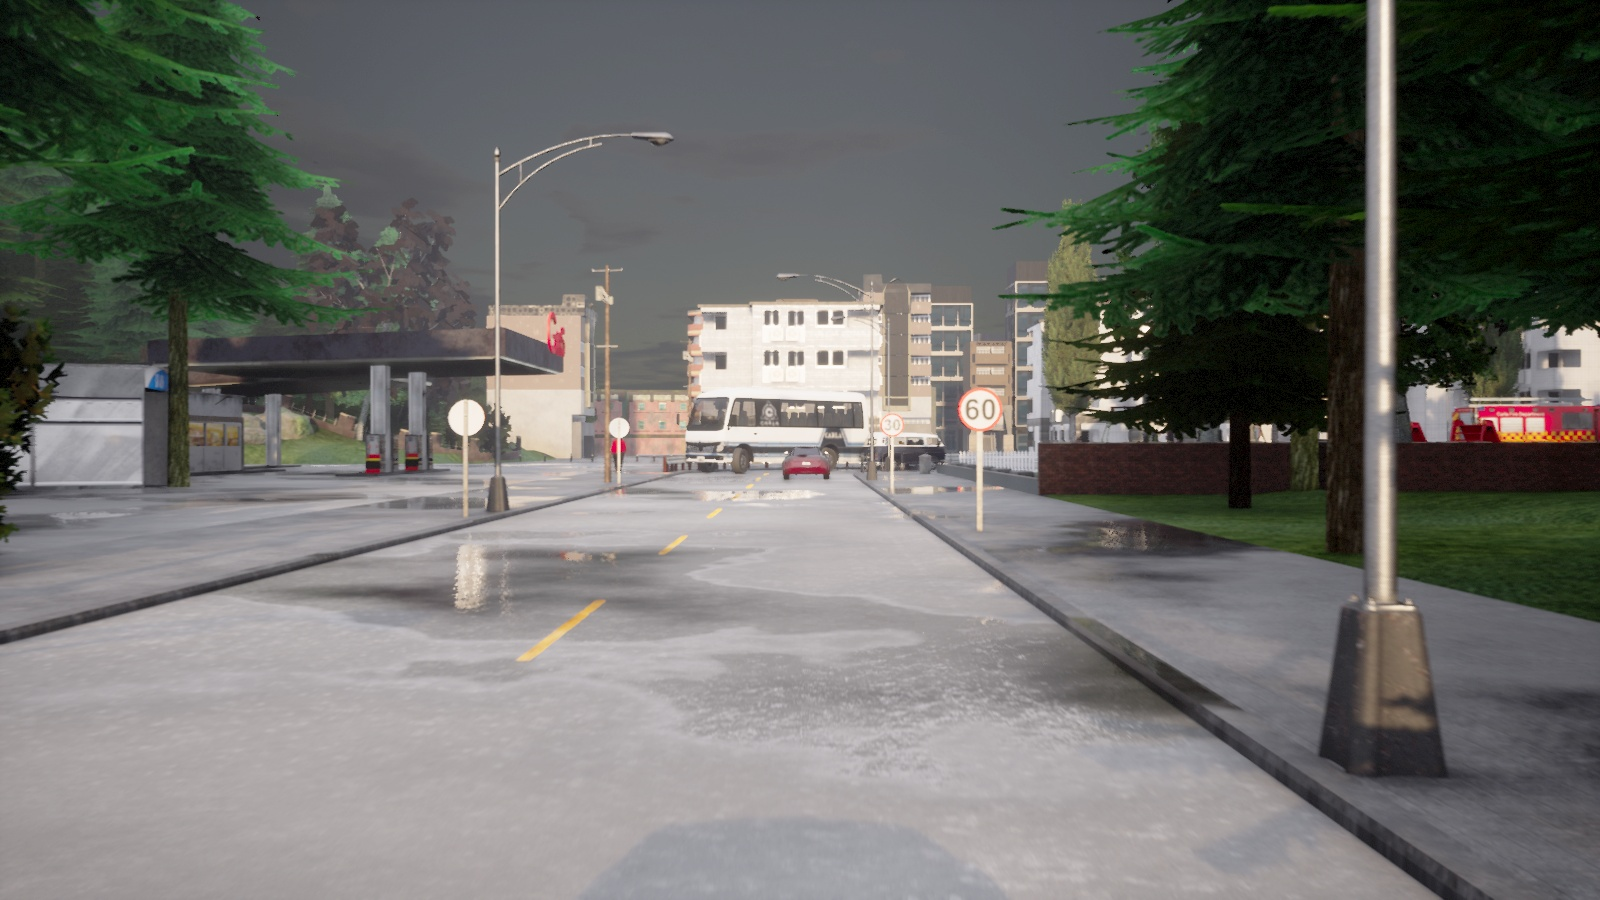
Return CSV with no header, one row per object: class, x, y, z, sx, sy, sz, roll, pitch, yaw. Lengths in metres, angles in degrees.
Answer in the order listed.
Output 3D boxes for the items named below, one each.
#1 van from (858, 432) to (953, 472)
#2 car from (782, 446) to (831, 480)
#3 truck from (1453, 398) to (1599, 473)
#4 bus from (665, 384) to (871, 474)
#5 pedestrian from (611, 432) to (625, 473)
van,5.446,0.110,64.693,4.480,2.038,2.069,0,-1,-30
car,0.267,0.510,53.229,1.994,1.385,4.181,0,0,0
truck,39.005,-0.755,65.357,8.468,3.827,2.891,0,0,0
bus,-1.486,-0.999,63.931,10.273,4.253,3.944,0,1,-40
pedestrian,-8.287,0.127,57.153,0.634,1.844,0.899,0,0,-9
